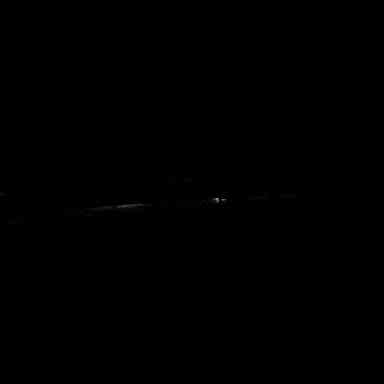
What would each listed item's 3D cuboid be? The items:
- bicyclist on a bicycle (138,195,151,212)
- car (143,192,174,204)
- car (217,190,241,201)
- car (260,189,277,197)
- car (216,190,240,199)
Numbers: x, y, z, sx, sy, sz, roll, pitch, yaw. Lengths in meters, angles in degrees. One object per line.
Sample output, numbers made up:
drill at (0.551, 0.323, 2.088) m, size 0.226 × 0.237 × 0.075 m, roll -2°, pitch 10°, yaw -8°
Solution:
bicyclist on a bicycle at (-4.382, 1.073, 30.764) m, size 1.656 × 1.620 × 0.582 m, roll -1°, pitch 1°, yaw 35°
car at (-4.392, 0.755, 43.846) m, size 2.128 × 1.511 × 4.902 m, roll 1°, pitch 2°, yaw 35°
car at (5.961, 0.523, 52.020) m, size 1.882 × 1.535 × 5.008 m, roll 1°, pitch 1°, yaw 35°
car at (14.885, 0.262, 64.573) m, size 1.837 × 1.490 × 4.892 m, roll 1°, pitch 2°, yaw 36°
car at (6.434, 0.484, 58.903) m, size 2.033 × 1.411 × 5.357 m, roll 1°, pitch 2°, yaw 35°
